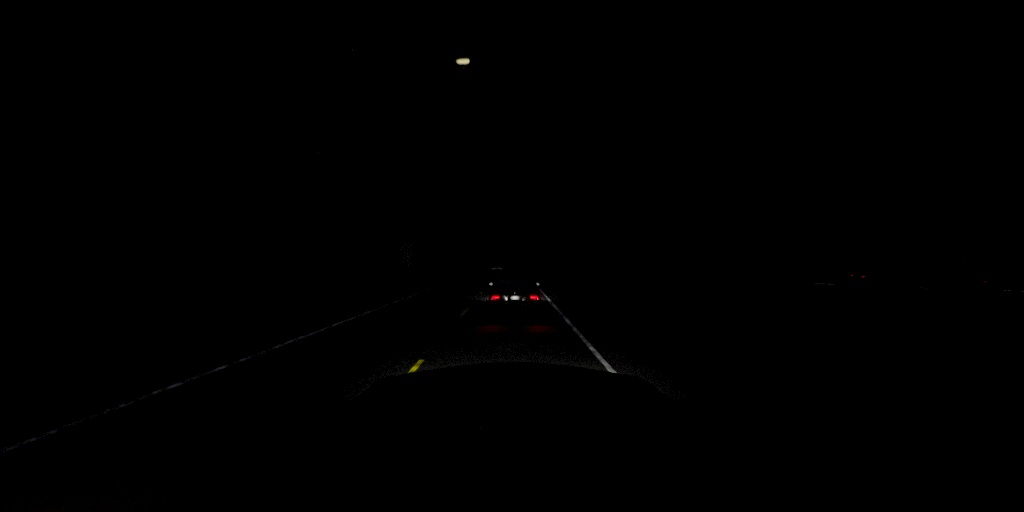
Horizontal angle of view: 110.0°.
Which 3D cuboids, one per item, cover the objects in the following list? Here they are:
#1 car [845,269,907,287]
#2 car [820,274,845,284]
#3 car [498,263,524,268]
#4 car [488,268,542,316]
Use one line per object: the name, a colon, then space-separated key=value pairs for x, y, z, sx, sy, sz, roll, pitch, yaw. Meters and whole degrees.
car: x=44.800 y=2.692 z=43.925 sx=5.566 sy=2.045 sz=2.150 roll=2 pitch=-1 yaw=-2
car: x=43.565 y=3.029 z=46.905 sx=5.357 sy=1.411 sz=2.033 roll=2 pitch=-1 yaw=-2
car: x=0.099 y=1.445 z=33.730 sx=2.128 sy=1.511 sz=4.902 roll=0 pitch=-1 yaw=0
car: x=0.096 y=1.360 z=13.615 sx=2.033 sy=1.411 sz=5.357 roll=0 pitch=0 yaw=0
